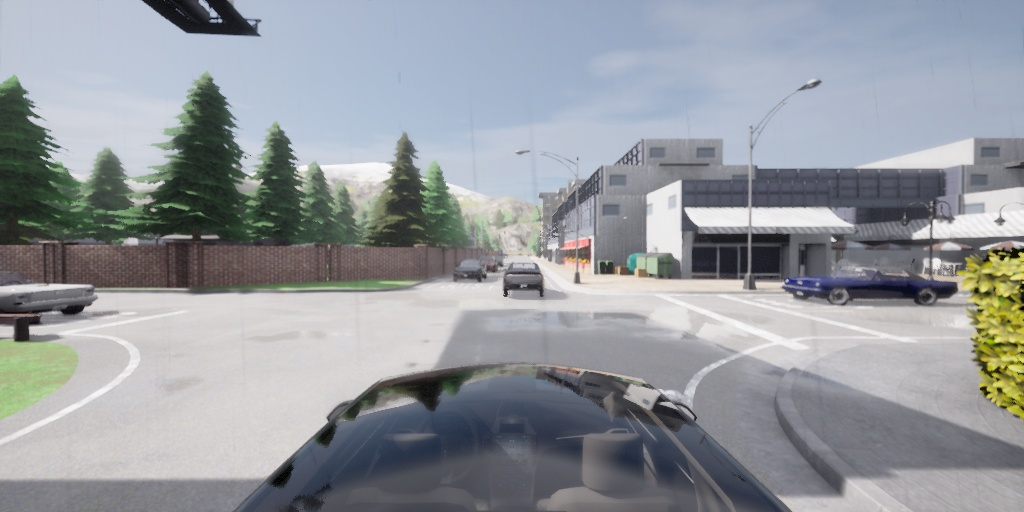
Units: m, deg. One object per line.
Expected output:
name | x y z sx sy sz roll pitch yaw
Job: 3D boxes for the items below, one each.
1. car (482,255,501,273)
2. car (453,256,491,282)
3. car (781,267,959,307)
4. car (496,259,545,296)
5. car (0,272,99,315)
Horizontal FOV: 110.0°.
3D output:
car | -2.564 0.720 35.533 2.097 1.767 4.553 0 1 2
car | -2.888 0.958 25.475 1.882 1.535 5.008 0 1 2
car | 12.718 1.055 13.026 4.718 1.301 1.895 0 1 2
car | 0.567 1.048 17.413 2.128 1.511 4.902 0 0 2
car | -14.439 1.075 9.712 4.718 1.301 1.895 0 1 0
